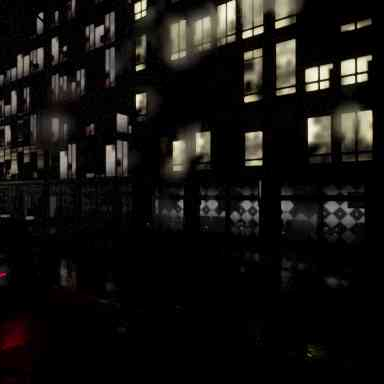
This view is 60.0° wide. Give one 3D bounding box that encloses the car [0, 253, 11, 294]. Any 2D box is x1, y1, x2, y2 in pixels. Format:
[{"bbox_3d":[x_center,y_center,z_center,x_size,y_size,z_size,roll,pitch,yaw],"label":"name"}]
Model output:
[{"bbox_3d":[-5.838,1.536,7.420,4.674,1.442,1.812,0,0,36],"label":"car"}]
